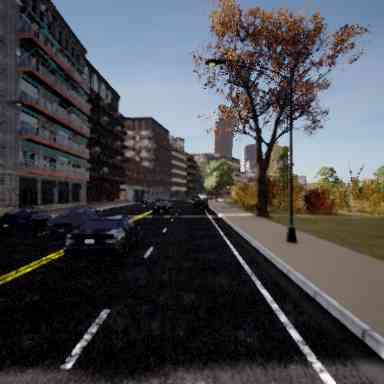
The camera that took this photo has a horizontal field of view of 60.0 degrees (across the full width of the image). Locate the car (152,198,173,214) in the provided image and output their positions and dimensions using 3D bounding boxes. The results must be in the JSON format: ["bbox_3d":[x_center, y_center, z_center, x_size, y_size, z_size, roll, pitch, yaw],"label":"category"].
[{"bbox_3d":[-3.136,1.643,36.495,1.895,1.301,4.718,0,0,0],"label":"car"}]

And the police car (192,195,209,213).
[{"bbox_3d":[0.990,1.471,38.654,1.930,1.638,5.238,0,0,0],"label":"police car"}]

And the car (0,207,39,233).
[{"bbox_3d":[-9.837,1.585,19.576,1.994,1.385,4.181,0,0,0],"label":"car"}]

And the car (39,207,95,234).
[{"bbox_3d":[-6.591,1.568,19.474,2.033,1.411,5.357,0,0,0],"label":"car"}]

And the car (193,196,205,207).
[{"bbox_3d":[1.117,1.525,54.596,1.801,1.575,5.366,0,0,1],"label":"car"}]

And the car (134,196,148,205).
[{"bbox_3d":[-9.395,1.582,61.407,1.837,1.490,4.892,0,0,2],"label":"car"}]

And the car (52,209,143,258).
[{"bbox_3d":[-3.145,1.561,12.723,2.033,1.411,5.357,0,0,0],"label":"car"}]
